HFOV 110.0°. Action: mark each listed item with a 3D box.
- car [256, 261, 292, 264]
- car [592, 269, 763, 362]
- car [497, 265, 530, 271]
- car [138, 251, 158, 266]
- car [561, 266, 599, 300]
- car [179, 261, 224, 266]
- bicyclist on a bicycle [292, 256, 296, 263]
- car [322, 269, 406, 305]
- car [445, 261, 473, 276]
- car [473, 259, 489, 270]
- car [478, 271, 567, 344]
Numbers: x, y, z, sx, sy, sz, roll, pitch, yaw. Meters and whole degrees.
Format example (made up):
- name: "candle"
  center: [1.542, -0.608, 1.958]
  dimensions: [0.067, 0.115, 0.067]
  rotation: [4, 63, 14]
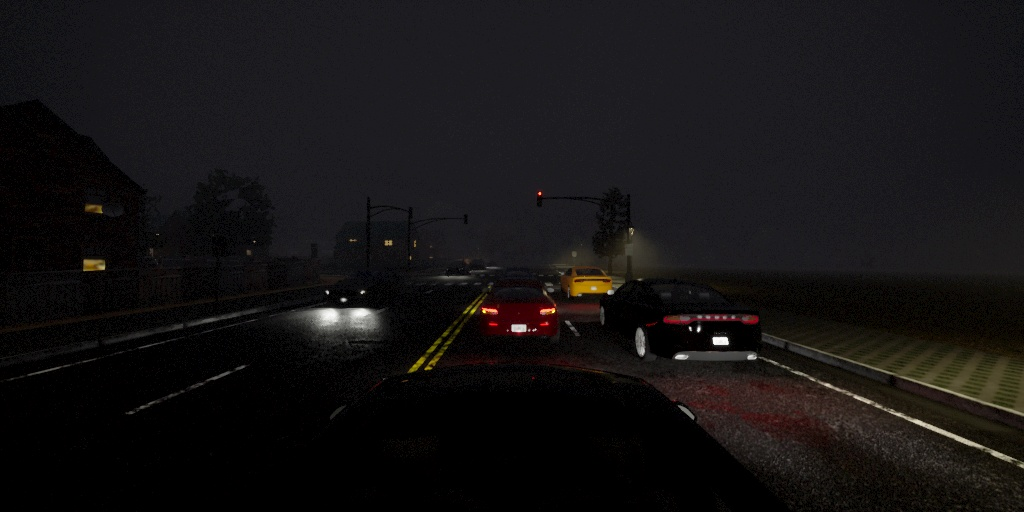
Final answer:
- name: "car"
  center: [-21.061, 0.910, 32.952]
  dimensions: [5.008, 1.535, 1.882]
  rotation: [1, -1, 16]
- name: "car"
  center: [3.402, 1.231, 8.291]
  dimensions: [1.882, 1.535, 5.008]
  rotation: [0, 0, 0]
- name: "car"
  center: [0.281, 1.289, 18.572]
  dimensions: [1.812, 1.442, 4.674]
  rotation: [0, 0, 0]
- name: "car"
  center: [-40.928, 0.331, 38.481]
  dimensions: [5.566, 2.045, 2.150]
  rotation: [1, -1, 16]
- name: "car"
  center: [3.533, 1.239, 17.759]
  dimensions: [1.882, 1.535, 5.008]
  rotation: [0, 0, 1]
- name: "car"
  center: [-30.848, 0.875, 35.667]
  dimensions: [4.718, 1.301, 1.895]
  rotation: [1, -1, 16]
- name: "bicyclist on a bicycle"
  center: [-24.251, 0.780, 39.926]
  dimensions: [0.582, 1.620, 1.656]
  rotation: [1, -1, 15]
- name: "car"
  center: [-6.449, 1.311, 16.468]
  dimensions: [2.033, 1.411, 5.357]
  rotation: [0, 0, 1]
- name: "car"
  center: [-5.786, 1.279, 38.480]
  dimensions: [1.882, 1.535, 5.008]
  rotation: [0, 0, 3]
- name: "car"
  center: [-5.076, 1.189, 52.863]
  dimensions: [2.097, 1.767, 4.553]
  rotation: [0, 0, 2]
- name: "car"
  center: [0.163, 1.280, 9.465]
  dimensions: [1.812, 1.442, 4.674]
  rotation: [0, 0, 1]
